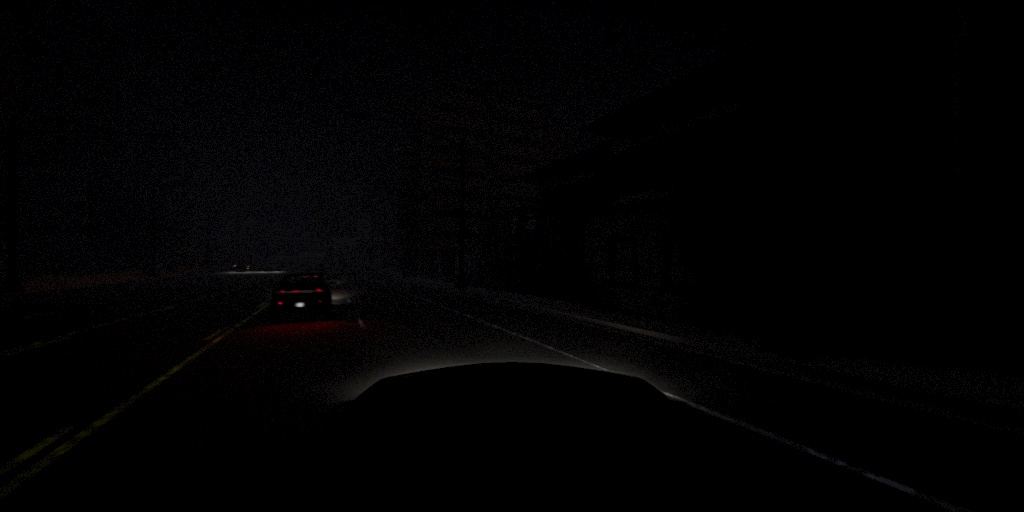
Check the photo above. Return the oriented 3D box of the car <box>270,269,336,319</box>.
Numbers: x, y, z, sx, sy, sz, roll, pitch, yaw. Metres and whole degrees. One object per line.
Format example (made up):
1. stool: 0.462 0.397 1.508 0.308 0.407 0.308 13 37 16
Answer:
1. car: -7.998 1.419 13.869 2.128 1.511 4.902 0 -1 -27

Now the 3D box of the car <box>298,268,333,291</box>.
1. car: -14.825 1.696 27.226 2.128 1.511 4.902 0 -1 -27
